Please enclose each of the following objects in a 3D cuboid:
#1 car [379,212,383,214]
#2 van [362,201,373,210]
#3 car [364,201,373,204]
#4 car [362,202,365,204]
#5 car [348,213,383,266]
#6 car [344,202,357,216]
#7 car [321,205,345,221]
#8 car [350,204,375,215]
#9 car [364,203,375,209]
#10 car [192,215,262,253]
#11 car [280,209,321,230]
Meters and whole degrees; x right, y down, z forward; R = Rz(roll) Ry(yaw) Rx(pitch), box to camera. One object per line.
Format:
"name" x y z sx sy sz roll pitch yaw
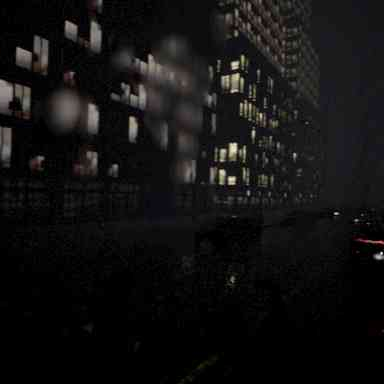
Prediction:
"car" 16.171 2.146 26.690 1.837 1.490 4.892 1 -1 32
"van" 38.162 2.892 72.343 1.690 1.788 3.998 2 0 32
"car" 35.119 2.877 67.530 1.967 1.590 4.097 2 0 32
"car" 25.999 2.674 53.094 1.802 1.307 4.206 2 0 32
"car" 6.872 1.772 11.965 2.128 1.511 4.902 1 0 32
"car" 19.923 2.404 43.471 1.887 1.381 4.507 2 0 32
"car" 13.845 2.176 33.847 2.008 1.369 4.403 2 0 32
"car" 20.085 2.397 38.755 1.994 1.385 4.181 1 -1 33
"car" 41.194 3.231 77.154 1.947 1.339 4.313 2 0 32
"car" 1.690 1.719 14.600 1.947 1.339 4.313 2 0 32
"car" 7.766 1.972 24.221 1.802 1.307 4.206 2 0 32
